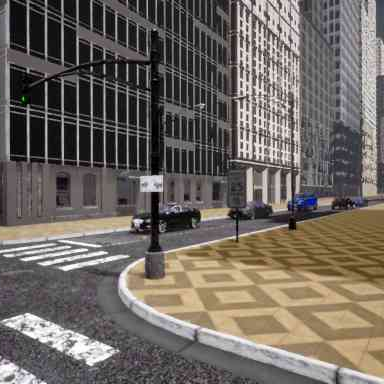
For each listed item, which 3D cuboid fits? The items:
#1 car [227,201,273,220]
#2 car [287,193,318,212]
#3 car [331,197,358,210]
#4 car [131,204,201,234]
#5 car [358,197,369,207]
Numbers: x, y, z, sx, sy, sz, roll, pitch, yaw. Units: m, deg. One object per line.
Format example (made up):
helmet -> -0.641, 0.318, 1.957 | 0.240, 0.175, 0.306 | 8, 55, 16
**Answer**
car -> 4.978, 1.470, 27.742 | 2.033, 1.411, 5.357 | 0, 0, 37
car -> 12.726, 1.103, 38.067 | 2.150, 2.045, 5.566 | 0, 0, 37
car -> 18.385, 1.359, 40.405 | 1.837, 1.490, 4.892 | 0, 0, 37
car -> -1.386, 1.447, 19.244 | 2.128, 1.511, 4.902 | 0, 0, 37
car -> 24.597, 1.369, 48.773 | 2.033, 1.411, 5.357 | 0, 0, 37
